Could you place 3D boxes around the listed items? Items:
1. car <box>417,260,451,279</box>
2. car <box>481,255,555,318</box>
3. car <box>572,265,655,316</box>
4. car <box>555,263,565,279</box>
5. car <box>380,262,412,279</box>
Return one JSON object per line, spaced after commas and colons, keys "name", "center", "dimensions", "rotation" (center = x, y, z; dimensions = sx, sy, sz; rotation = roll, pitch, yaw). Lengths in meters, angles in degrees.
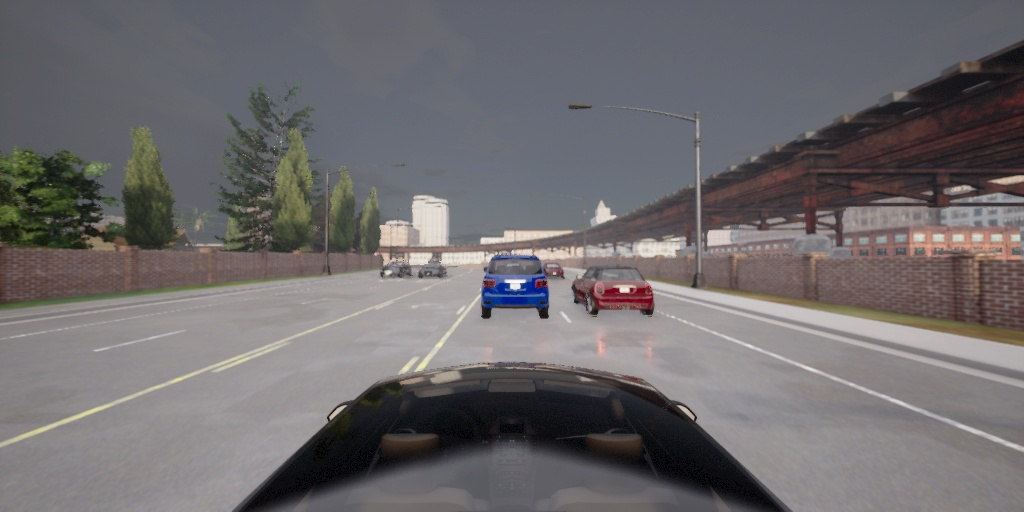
{"name": "car", "center": [-7.111, 1.340, 32.403], "dimensions": [1.994, 1.385, 4.181], "rotation": [0, 0, 0]}
{"name": "car", "center": [0.099, 0.981, 13.189], "dimensions": [2.150, 2.045, 5.566], "rotation": [0, 0, 0]}
{"name": "car", "center": [3.599, 1.112, 13.584], "dimensions": [2.097, 1.767, 4.553], "rotation": [0, 0, 0]}
{"name": "car", "center": [3.597, 1.302, 32.614], "dimensions": [1.812, 1.442, 4.674], "rotation": [0, 0, 0]}
{"name": "car", "center": [-10.611, 1.268, 33.067], "dimensions": [2.128, 1.511, 4.902], "rotation": [0, 0, 0]}
